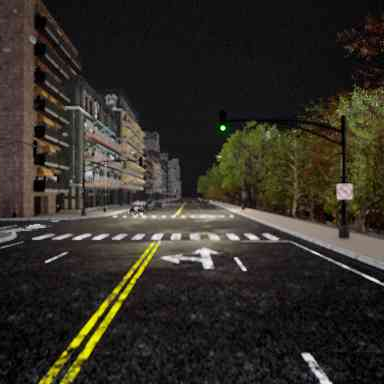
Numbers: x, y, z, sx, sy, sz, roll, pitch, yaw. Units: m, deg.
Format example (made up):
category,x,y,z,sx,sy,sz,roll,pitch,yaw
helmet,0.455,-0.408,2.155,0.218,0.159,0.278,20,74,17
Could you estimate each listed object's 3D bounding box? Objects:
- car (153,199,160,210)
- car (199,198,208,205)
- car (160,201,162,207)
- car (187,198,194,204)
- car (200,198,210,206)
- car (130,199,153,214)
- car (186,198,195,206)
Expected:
category,x,y,z,sx,sy,sz,roll,pitch,yaw
car,-6.807,1.916,52.752,2.097,1.767,4.553,0,-1,0
car,2.903,2.364,83.785,2.128,1.511,4.902,0,-1,0
car,-6.808,2.278,63.009,1.895,1.301,4.718,0,-1,0
car,-0.346,2.363,83.773,1.812,1.442,4.674,0,-1,0
car,2.947,2.309,73.366,2.128,1.511,4.902,0,-1,0
car,-6.775,1.949,42.947,2.128,1.511,4.902,0,-1,0
car,-0.303,2.309,73.349,2.128,1.511,4.902,0,-1,0
